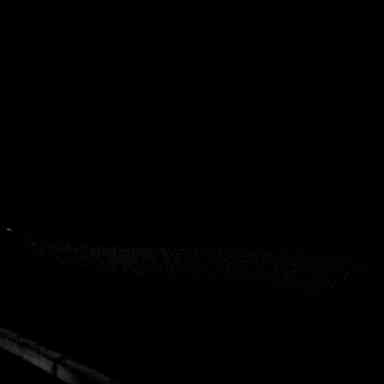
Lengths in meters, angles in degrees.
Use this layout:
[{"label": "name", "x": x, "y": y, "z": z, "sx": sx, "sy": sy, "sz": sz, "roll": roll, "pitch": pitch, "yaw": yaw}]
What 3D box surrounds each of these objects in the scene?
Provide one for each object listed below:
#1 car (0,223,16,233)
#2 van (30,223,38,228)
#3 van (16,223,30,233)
[{"label": "car", "x": -35.118, "y": 6.697, "z": 59.611, "sx": 5.366, "sy": 1.575, "sz": 1.946, "roll": -2, "pitch": -7, "yaw": 6}, {"label": "van", "x": -32.165, "y": 7.068, "z": 65.017, "sx": 4.442, "sy": 1.987, "sz": 1.878, "roll": -2, "pitch": -7, "yaw": 6}, {"label": "van", "x": -33.493, "y": 6.768, "z": 62.312, "sx": 4.442, "sy": 1.987, "sz": 1.878, "roll": -2, "pitch": -7, "yaw": 6}]
